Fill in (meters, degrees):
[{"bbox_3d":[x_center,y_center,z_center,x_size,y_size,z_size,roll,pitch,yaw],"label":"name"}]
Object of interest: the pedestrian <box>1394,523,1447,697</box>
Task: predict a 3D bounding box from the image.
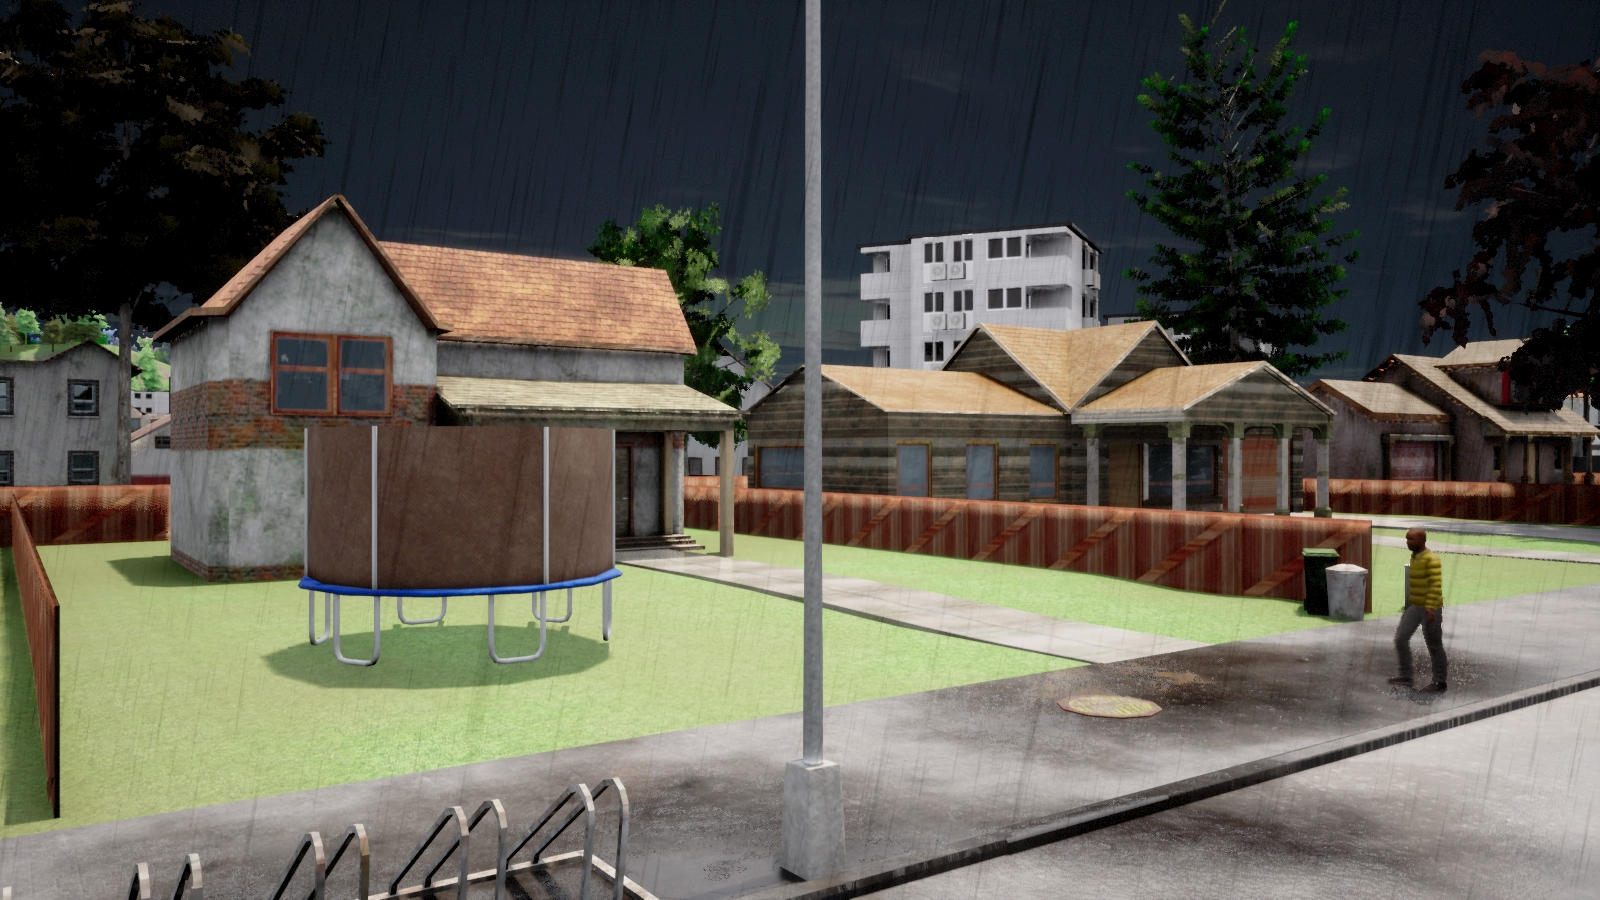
[{"bbox_3d":[6.813,1.746,12.554,0.375,1.860,0.375,0,0,-2],"label":"pedestrian"}]
